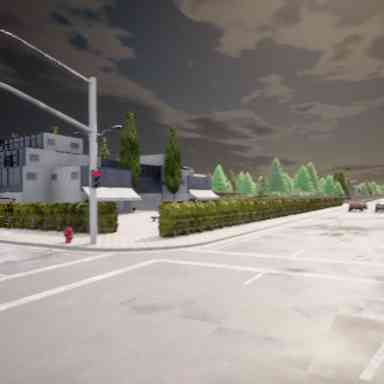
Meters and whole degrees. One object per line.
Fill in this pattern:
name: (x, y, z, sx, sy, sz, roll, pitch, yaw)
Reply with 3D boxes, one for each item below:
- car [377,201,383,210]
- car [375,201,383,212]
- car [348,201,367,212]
car: (31.953, 2.238, 55.143, 1.895, 1.301, 4.718, -1, -1, 32)
car: (27.137, 2.043, 47.306, 2.128, 1.511, 4.902, -1, -1, 32)
car: (24.457, 2.136, 49.512, 1.837, 1.490, 4.892, -1, -1, 32)
